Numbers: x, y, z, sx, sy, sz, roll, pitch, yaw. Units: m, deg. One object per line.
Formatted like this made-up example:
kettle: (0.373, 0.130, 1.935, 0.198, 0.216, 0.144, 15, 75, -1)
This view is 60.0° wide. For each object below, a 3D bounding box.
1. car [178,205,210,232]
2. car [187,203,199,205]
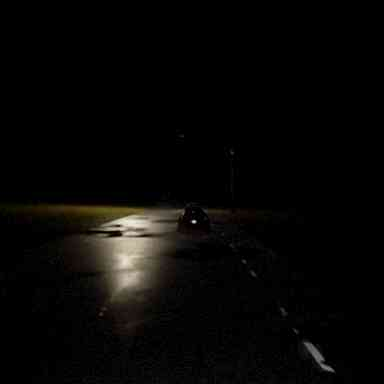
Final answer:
car: (0.119, 1.772, 21.847, 1.994, 1.385, 4.181, 0, -1, 0)
car: (0.132, 1.994, 39.678, 1.895, 1.301, 4.718, 0, -1, 0)
